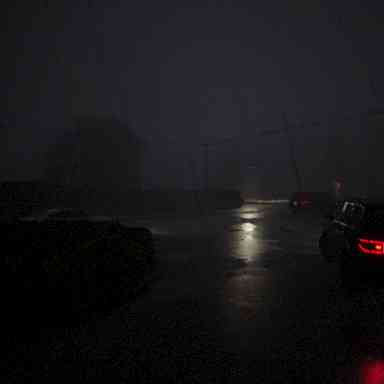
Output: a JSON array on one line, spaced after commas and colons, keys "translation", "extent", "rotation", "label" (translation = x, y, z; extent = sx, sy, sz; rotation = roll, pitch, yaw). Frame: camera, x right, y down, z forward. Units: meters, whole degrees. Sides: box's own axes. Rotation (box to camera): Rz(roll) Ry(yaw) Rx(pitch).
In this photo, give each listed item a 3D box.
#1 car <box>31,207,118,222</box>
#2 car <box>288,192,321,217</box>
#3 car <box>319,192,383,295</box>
[{"translation": [-5.920, 1.485, 16.330], "extent": [4.674, 1.442, 1.812], "rotation": [-1, 0, -35], "label": "car"}, {"translation": [10.603, 0.985, 28.077], "extent": [5.566, 2.045, 2.150], "rotation": [-1, 1, -31], "label": "car"}, {"translation": [4.726, 1.141, 8.351], "extent": [2.150, 2.045, 5.566], "rotation": [0, 1, 15], "label": "car"}]
